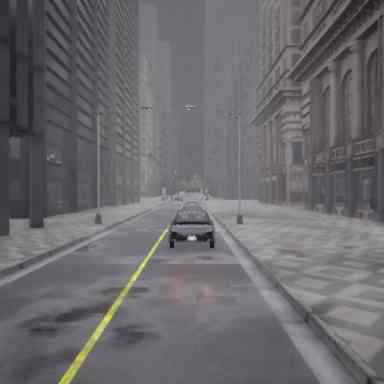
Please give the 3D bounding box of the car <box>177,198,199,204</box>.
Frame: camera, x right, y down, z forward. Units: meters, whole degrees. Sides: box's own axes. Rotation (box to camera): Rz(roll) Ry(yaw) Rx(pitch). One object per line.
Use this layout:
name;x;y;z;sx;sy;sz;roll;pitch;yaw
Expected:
car;0.000;1.552;29.650;2.033;1.411;5.357;0;0;0

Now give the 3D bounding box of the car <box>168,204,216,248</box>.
car;0.000;1.491;14.650;2.128;1.511;4.902;0;0;0

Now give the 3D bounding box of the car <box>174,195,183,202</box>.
car;-2.999;1.466;74.044;2.033;1.411;5.357;0;0;0
